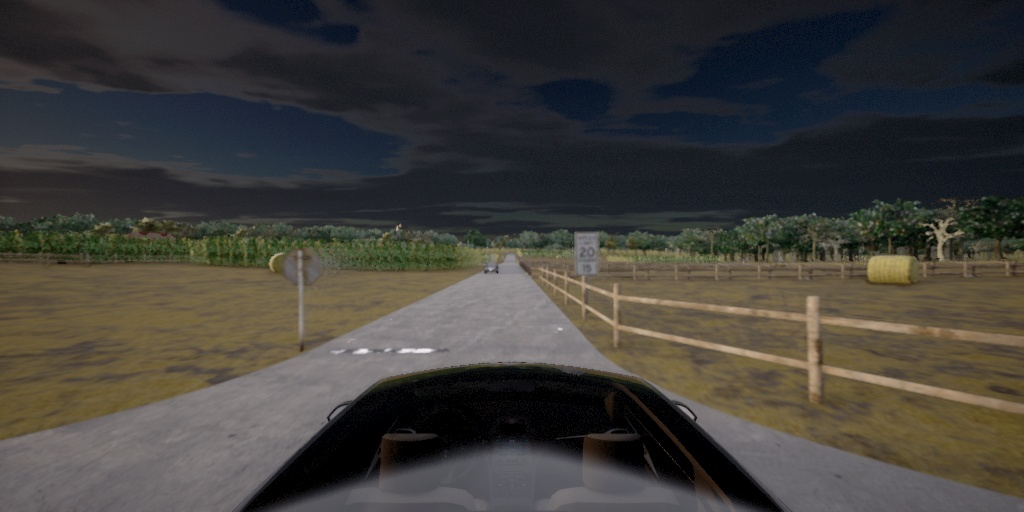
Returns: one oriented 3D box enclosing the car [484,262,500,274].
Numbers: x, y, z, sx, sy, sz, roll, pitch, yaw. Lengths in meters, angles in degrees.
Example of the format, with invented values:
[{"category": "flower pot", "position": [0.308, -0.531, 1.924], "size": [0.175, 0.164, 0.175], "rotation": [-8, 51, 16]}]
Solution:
[{"category": "car", "position": [-2.692, 1.573, 48.337], "size": [2.128, 1.511, 4.902], "rotation": [-1, 0, 0]}]
